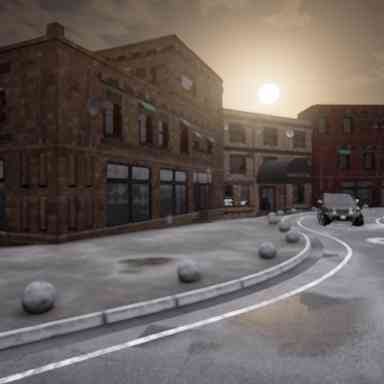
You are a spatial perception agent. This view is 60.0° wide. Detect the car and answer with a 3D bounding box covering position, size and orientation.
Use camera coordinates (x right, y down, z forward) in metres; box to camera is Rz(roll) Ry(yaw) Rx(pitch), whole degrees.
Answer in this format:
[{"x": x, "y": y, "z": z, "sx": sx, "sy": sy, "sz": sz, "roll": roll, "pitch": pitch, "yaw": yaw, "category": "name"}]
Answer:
[{"x": 9.462, "y": 1.058, "z": 21.816, "sx": 2.150, "sy": 2.045, "sz": 5.566, "roll": -1, "pitch": 0, "yaw": 17, "category": "car"}]
